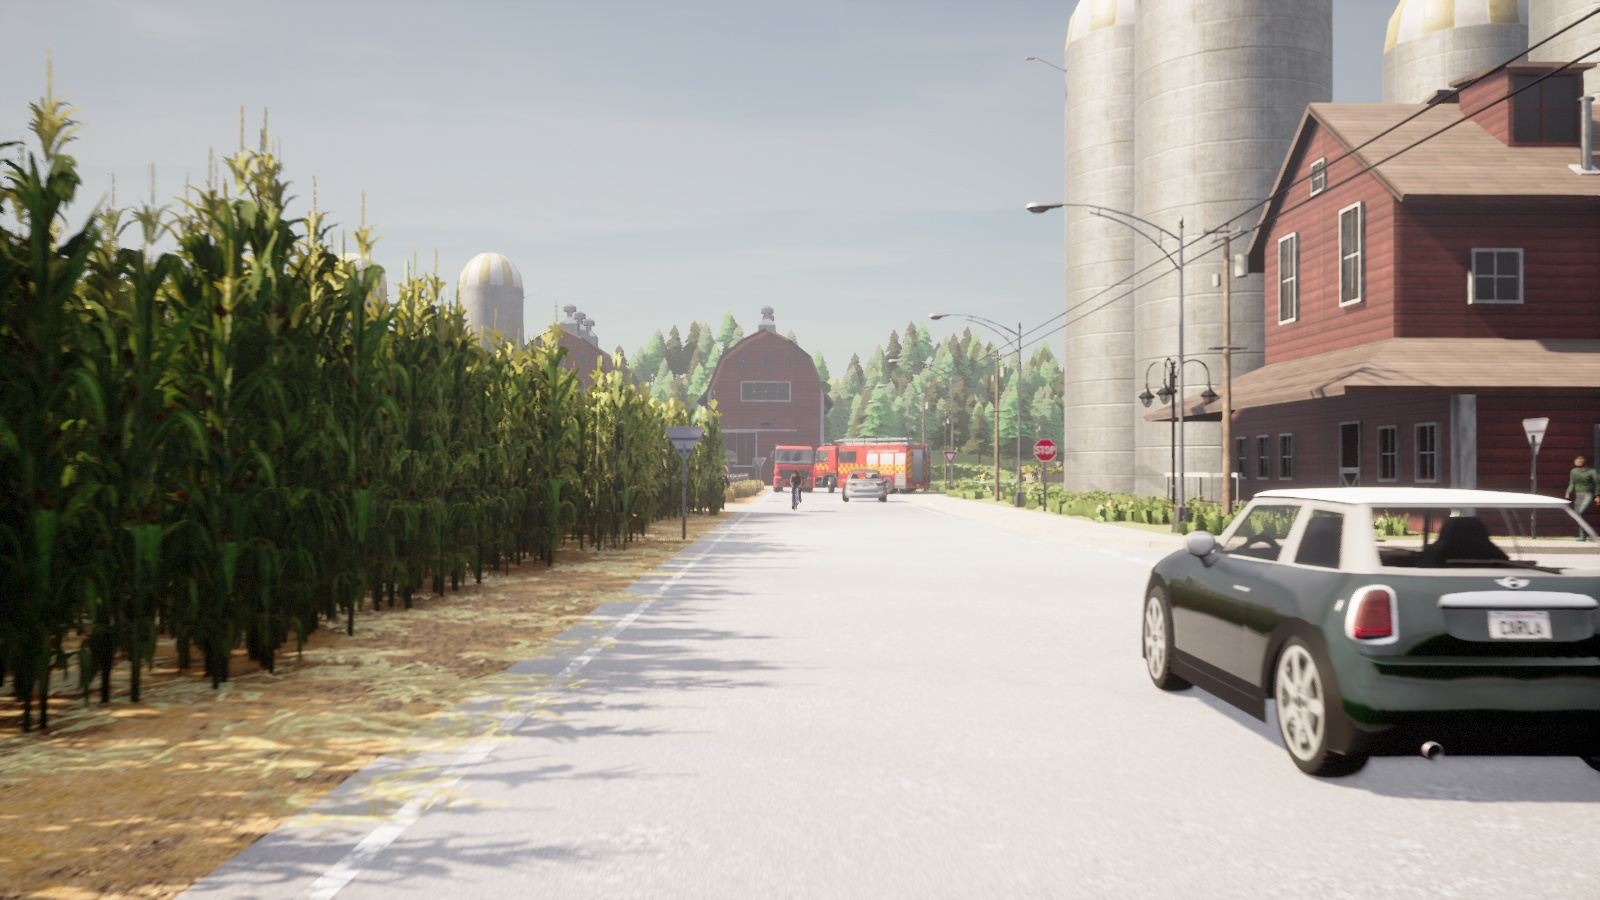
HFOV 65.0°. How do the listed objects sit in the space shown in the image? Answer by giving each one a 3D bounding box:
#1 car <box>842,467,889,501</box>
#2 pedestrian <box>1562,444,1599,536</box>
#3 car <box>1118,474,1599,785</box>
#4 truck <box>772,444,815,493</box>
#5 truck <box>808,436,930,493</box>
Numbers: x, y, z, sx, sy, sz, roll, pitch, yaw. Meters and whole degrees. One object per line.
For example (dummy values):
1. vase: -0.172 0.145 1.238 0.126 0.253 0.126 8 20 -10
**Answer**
1. car: 3.317 1.732 64.868 2.242 1.667 4.611 0 -1 1
2. pedestrian: 15.954 0.816 25.656 0.614 1.847 0.353 0 -1 -21
3. car: 3.486 0.899 7.942 1.970 1.475 3.806 0 -1 0
4. truck: -0.555 1.392 93.424 2.891 3.462 7.936 1 -1 -2
5. truck: 4.767 1.102 88.016 8.468 3.827 2.891 -2 -1 41
